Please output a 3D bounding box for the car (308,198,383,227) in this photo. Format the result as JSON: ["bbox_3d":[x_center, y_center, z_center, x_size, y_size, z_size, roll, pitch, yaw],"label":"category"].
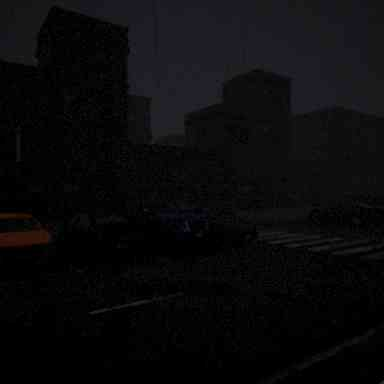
[{"bbox_3d":[10.038,1.412,22.040,2.231,1.521,4.892,0,0,-35],"label":"car"}]

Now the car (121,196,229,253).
[{"bbox_3d":[-1.319,1.192,14.027,2.435,2.045,5.566,0,0,-35],"label":"car"}]

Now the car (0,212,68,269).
[{"bbox_3d":[-5.885,1.453,10.857,2.097,1.535,5.008,0,0,-35],"label":"car"}]

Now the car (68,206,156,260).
[{"bbox_3d":[-3.604,1.449,12.447,2.231,1.521,4.892,0,0,-35],"label":"car"}]

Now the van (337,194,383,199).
[{"bbox_3d":[12.240,1.178,23.739,1.878,1.987,4.442,0,0,-35],"label":"van"}]

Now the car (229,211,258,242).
[{"bbox_3d":[0.957,1.467,15.626,2.163,1.488,4.792,0,0,-35],"label":"car"}]
